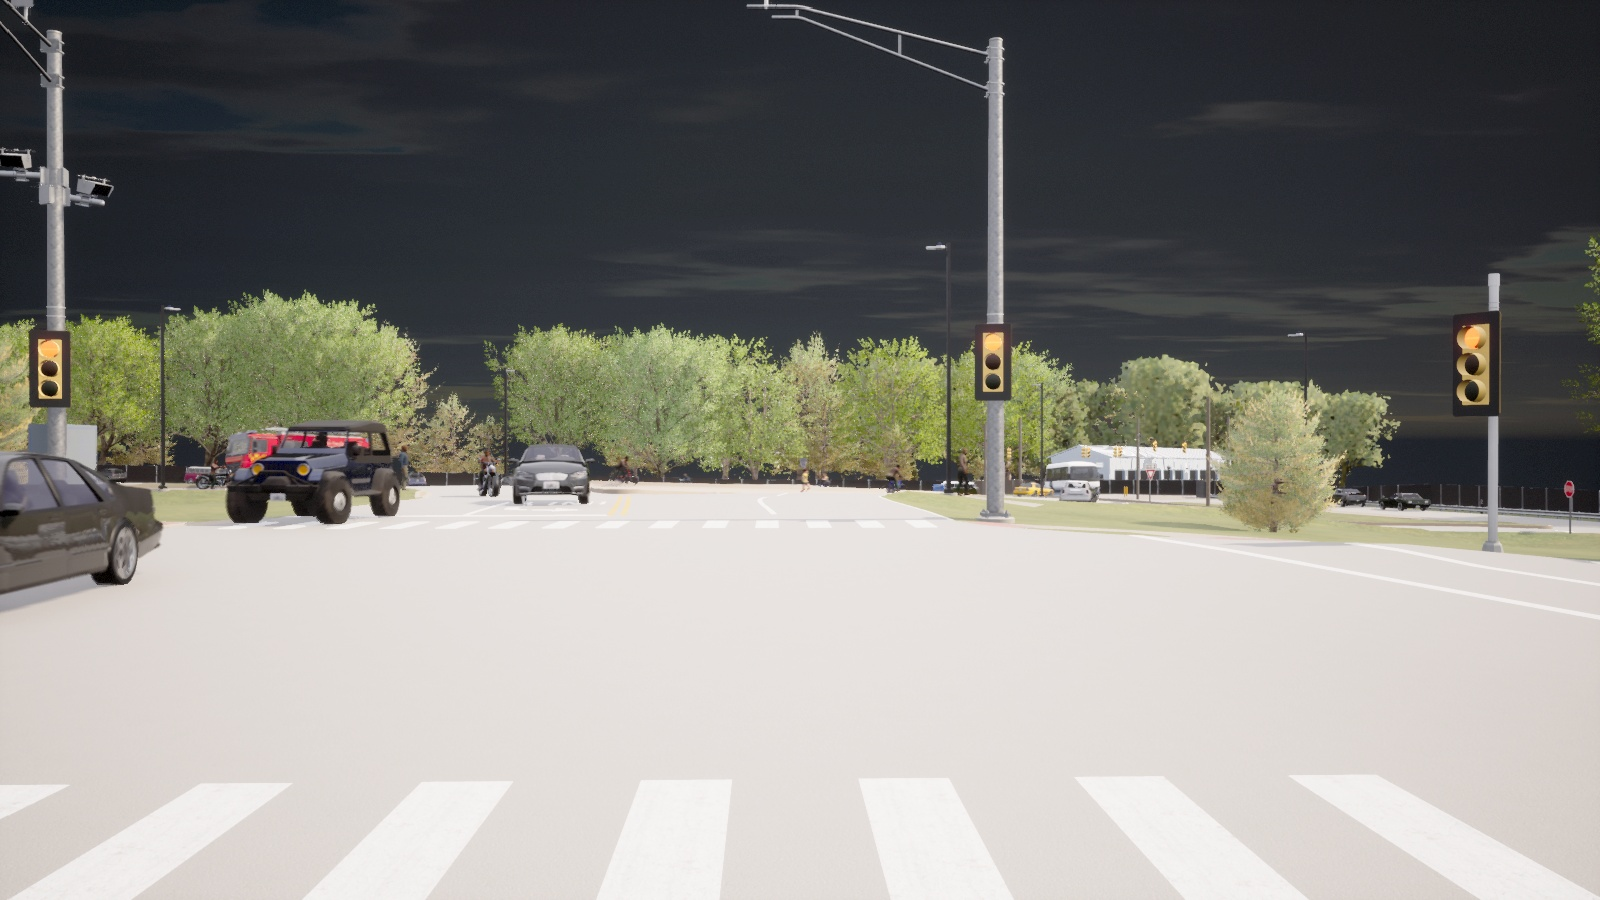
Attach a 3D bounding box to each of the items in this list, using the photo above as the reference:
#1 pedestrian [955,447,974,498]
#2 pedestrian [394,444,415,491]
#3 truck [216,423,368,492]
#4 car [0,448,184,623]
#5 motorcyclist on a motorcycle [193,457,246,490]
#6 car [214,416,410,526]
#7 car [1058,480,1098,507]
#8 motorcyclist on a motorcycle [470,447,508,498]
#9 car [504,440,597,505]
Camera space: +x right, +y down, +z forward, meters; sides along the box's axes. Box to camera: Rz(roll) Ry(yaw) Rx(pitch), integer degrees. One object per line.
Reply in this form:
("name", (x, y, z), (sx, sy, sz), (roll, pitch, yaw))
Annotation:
("pedestrian", (6.016, 0.807, 45.903), (0.634, 1.846, 0.331), (0, 1, 26))
("pedestrian", (-15.606, 0.675, 49.562), (0.726, 1.835, 0.370), (0, 1, -7))
("truck", (-31.711, 0.570, 78.747), (2.891, 3.827, 8.468), (-5, -6, 41))
("car", (-7.714, 0.705, 11.484), (2.033, 1.411, 5.357), (0, 0, -6))
("motorcyclist on a motorcycle", (-30.050, 1.225, 65.022), (2.350, 1.649, 0.766), (0, 1, -7))
("car", (-8.945, 0.351, 23.402), (1.905, 1.878, 3.866), (0, 0, 4))
("car", (16.493, 2.538, 74.382), (1.970, 1.475, 3.806), (0, -1, 18))
("motorcyclist on a motorcycle", (-10.332, 0.741, 41.629), (0.766, 1.649, 2.350), (0, -1, -26))
("car", (-6.303, 0.554, 31.949), (2.128, 1.511, 4.902), (0, -1, -10))
